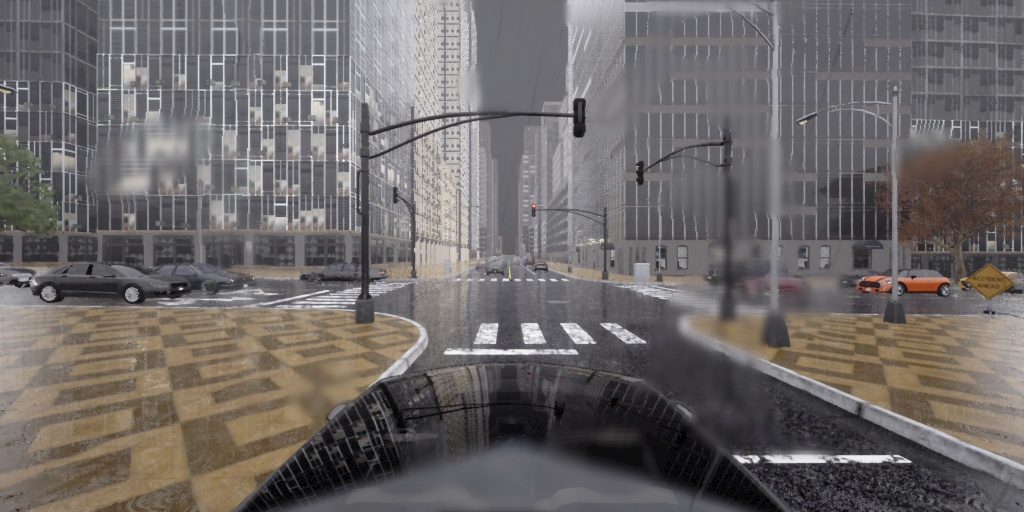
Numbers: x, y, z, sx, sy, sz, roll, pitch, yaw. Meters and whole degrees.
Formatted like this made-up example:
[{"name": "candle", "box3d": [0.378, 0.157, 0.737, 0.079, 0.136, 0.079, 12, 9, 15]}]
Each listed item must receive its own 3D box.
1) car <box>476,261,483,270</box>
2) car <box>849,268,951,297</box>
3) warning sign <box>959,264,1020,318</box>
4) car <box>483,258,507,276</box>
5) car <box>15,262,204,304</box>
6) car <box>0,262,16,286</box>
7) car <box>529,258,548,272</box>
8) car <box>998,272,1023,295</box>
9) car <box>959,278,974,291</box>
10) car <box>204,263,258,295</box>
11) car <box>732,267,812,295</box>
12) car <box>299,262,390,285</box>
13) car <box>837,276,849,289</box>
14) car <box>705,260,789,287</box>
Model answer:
[{"name": "car", "box3d": [-4.315, 1.342, 52.105, 1.802, 1.307, 4.207, 0, 0, -1]}, {"name": "car", "box3d": [24.784, 1.575, 22.790, 4.553, 1.767, 2.097, 1, 0, -3]}, {"name": "warning sign", "box3d": [17.214, 1.204, 12.935, 1.060, 1.860, 1.300, 0, 0, -3]}, {"name": "car", "box3d": [-1.702, 1.272, 37.598, 1.837, 1.490, 4.892, 0, 0, -1]}, {"name": "car", "box3d": [-15.426, 0.998, 13.984, 4.892, 1.490, 1.837, 1, 0, -3]}, {"name": "car", "box3d": [-25.372, 0.802, 16.723, 4.902, 1.511, 2.128, 1, 0, -3]}, {"name": "car", "box3d": [3.670, 1.329, 46.659, 1.948, 1.339, 4.313, 0, 0, -1]}, {"name": "car", "box3d": [33.782, 1.948, 23.253, 4.181, 1.385, 1.994, 1, 0, -2]}, {"name": "car", "box3d": [36.321, 1.906, 26.640, 5.008, 1.535, 1.882, 1, 0, -3]}, {"name": "car", "box3d": [-15.438, 1.040, 17.272, 5.357, 1.411, 2.033, 1, 0, 0]}, {"name": "car", "box3d": [16.090, 1.631, 22.339, 4.181, 1.385, 1.994, 1, 0, -3]}, {"name": "car", "box3d": [-10.977, 1.117, 23.719, 5.357, 1.411, 2.033, 1, 0, 1]}, {"name": "car", "box3d": [26.292, 1.813, 26.127, 4.181, 1.385, 1.994, 1, 0, -3]}, {"name": "car", "box3d": [16.903, 1.303, 25.635, 5.566, 2.045, 2.150, 1, 0, -3]}]
